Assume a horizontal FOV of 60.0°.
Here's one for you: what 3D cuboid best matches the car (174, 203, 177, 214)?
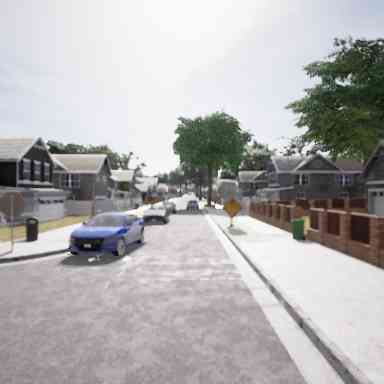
[{"bbox_3d":[-2.836,1.837,40.133,1.812,1.442,4.674,0,-1,0],"label":"car"}]

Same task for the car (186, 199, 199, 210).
[{"bbox_3d":[0.114,1.922,49.764,2.033,1.411,5.357,0,0,0],"label":"car"}]

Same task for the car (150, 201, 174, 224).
[{"bbox_3d":[-2.844,1.773,27.632,2.033,1.411,5.357,0,0,0],"label":"car"}]

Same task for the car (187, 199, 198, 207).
[{"bbox_3d":[0.112,2.018,64.499,2.033,1.411,5.357,0,0,0],"label":"car"}]

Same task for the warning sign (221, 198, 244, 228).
[{"bbox_3d":[2.525,1.290,20.841,1.300,1.860,1.060,0,0,0],"label":"warning sign"}]

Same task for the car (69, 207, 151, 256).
[{"bbox_3d":[-3.327,1.597,13.916,1.882,1.535,5.008,0,-1,6],"label":"car"}]
